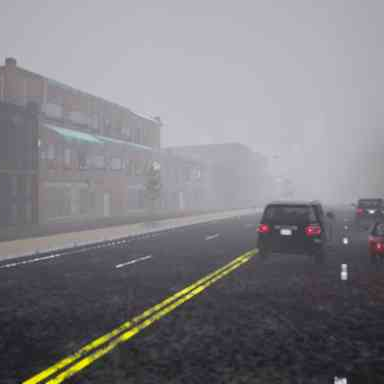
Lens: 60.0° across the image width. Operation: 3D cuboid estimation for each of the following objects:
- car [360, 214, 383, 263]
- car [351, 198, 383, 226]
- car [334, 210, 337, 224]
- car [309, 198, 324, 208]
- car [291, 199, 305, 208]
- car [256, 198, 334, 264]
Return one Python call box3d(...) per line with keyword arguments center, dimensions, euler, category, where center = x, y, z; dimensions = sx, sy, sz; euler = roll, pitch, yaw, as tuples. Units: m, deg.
box3d(center=(7.287, 1.710, 11.964), dimensions=(1.895, 1.301, 4.718), euler=(0, -1, 25), category="car")
box3d(center=(13.314, 1.452, 24.961), dimensions=(2.150, 2.045, 5.566), euler=(0, 0, 25), category="car")
box3d(center=(10.655, 1.850, 26.932), dimensions=(1.895, 1.301, 4.718), euler=(0, -1, 25), category="car")
box3d(center=(22.976, 1.917, 61.274), dimensions=(2.097, 1.767, 4.553), euler=(0, -1, 25), category="car")
box3d(center=(20.004, 2.057, 62.583), dimensions=(1.882, 1.535, 5.008), euler=(0, -1, 25), category="car")
box3d(center=(4.045, 1.344, 12.717), dimensions=(2.150, 2.045, 5.566), euler=(0, 0, 25), category="car")
